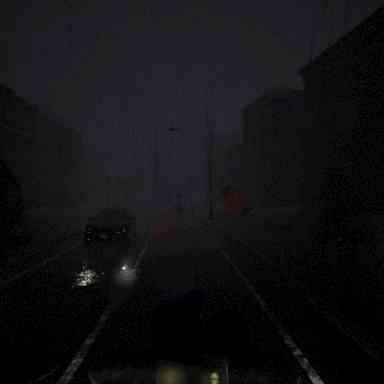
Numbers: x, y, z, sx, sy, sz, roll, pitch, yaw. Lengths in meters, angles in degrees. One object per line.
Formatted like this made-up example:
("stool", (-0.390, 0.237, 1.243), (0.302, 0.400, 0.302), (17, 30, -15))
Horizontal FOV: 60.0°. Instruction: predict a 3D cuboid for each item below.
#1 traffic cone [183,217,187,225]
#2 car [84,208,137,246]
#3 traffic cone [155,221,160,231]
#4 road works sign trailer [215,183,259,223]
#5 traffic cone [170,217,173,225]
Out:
("traffic cone", (-0.528, 2.144, 24.457), (0.340, 0.580, 0.340), (0, -1, -4))
("car", (-3.683, 1.531, 15.677), (1.882, 1.535, 5.008), (0, -1, -4))
("traffic cone", (-2.044, 2.037, 18.314), (0.340, 0.580, 0.340), (0, -1, -5))
("road works sign trailer", (3.289, 1.114, 24.200), (2.380, 2.880, 3.560), (46, 22, 21))
("traffic cone", (-1.524, 2.148, 24.378), (0.340, 0.580, 0.340), (0, -1, -4))
